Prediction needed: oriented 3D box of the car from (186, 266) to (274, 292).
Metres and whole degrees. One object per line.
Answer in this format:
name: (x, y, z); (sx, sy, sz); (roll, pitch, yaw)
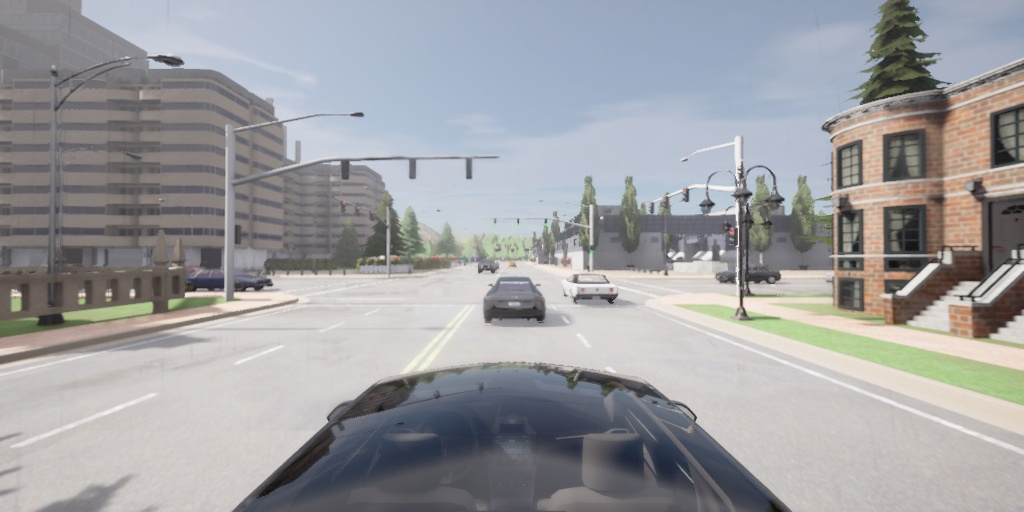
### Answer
car: (-17.960, 1.489, 22.288); (5.357, 1.411, 2.033); (0, -1, 0)

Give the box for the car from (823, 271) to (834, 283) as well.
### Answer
car: (28.318, 1.535, 29.591); (4.674, 1.442, 1.812); (0, -1, -6)

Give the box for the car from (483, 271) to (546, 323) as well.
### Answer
car: (0.086, 1.416, 12.698); (1.994, 1.385, 4.181); (0, 0, 0)

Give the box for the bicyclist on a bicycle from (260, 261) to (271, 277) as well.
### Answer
bicyclist on a bicycle: (-25.237, 1.379, 36.780); (0.582, 1.620, 1.656); (0, 0, 0)

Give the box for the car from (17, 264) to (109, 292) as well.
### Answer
car: (-27.780, 1.420, 22.298); (5.008, 1.535, 1.882); (0, -1, 0)

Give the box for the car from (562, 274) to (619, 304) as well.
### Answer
car: (3.599, 1.497, 17.425); (1.895, 1.301, 4.718); (0, -1, 0)

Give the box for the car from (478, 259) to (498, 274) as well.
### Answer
car: (-3.571, 1.431, 50.996); (2.150, 2.045, 5.566); (0, -1, 1)

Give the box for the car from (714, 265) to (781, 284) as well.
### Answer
car: (19.096, 1.510, 29.152); (4.892, 1.490, 1.837); (0, -1, -1)
